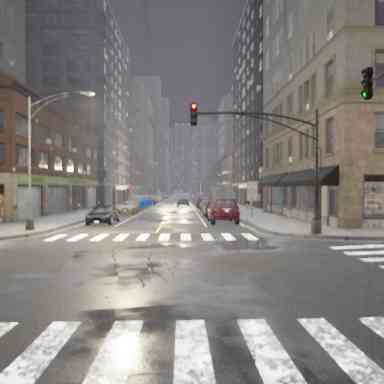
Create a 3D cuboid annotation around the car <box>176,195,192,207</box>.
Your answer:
[{"bbox_3d":[-1.429,1.538,53.481,1.837,1.490,4.892,0,0,-2],"label":"car"}]

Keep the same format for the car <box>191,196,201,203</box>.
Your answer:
[{"bbox_3d":[0.862,1.587,74.389,2.008,1.369,4.403,-1,0,-2],"label":"car"}]

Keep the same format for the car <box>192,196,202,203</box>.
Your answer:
[{"bbox_3d":[1.013,1.601,68.805,1.947,1.339,4.313,-1,0,-2],"label":"car"}]

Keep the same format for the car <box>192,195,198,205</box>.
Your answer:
[{"bbox_3d":[1.615,1.346,46.470,2.192,1.841,5.009,-1,0,-2],"label":"car"}]

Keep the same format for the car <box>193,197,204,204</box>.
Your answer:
[{"bbox_3d":[1.164,1.601,63.222,1.947,1.339,4.313,-1,0,-2],"label":"car"}]

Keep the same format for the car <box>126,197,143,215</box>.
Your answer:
[{"bbox_3d":[-6.601,1.552,34.900,1.752,1.417,4.829,-1,0,-2],"label":"car"}]

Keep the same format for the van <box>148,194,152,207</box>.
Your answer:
[{"bbox_3d":[-6.913,1.373,46.238,1.690,1.788,3.998,-1,0,-2],"label":"van"}]

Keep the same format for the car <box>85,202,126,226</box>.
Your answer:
[{"bbox_3d":[-6.300,1.585,23.903,1.947,1.339,4.313,-1,0,-2],"label":"car"}]

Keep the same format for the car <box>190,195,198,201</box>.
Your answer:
[{"bbox_3d":[0.408,1.584,91.141,2.008,1.369,4.403,-1,0,-2],"label":"car"}]

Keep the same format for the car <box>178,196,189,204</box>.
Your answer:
[{"bbox_3d":[-1.714,1.583,63.899,2.033,1.411,5.357,0,0,-2],"label":"car"}]

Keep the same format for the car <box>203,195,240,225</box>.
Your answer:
[{"bbox_3d":[2.220,1.334,24.135,2.192,1.841,5.009,-1,0,-2],"label":"car"}]

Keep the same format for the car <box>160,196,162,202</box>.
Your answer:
[{"bbox_3d":[-7.369,1.475,62.989,1.967,1.590,4.097,-1,0,-2],"label":"car"}]

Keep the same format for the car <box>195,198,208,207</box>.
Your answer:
[{"bbox_3d":[1.467,1.615,52.054,1.802,1.307,4.206,-1,0,-2],"label":"car"}]

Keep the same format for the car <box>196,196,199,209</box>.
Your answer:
[{"bbox_3d":[1.764,1.554,41.056,1.752,1.417,4.829,-1,0,-2],"label":"car"}]

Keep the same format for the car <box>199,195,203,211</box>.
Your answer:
[{"bbox_3d":[2.068,1.338,29.719,2.192,1.841,5.009,-1,0,-2],"label":"car"}]

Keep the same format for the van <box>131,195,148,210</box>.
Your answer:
[{"bbox_3d":[-6.760,1.370,40.654,1.690,1.788,3.998,-1,0,-2],"label":"van"}]

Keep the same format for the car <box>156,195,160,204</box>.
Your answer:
[{"bbox_3d":[-7.218,1.349,57.405,2.192,1.841,5.009,-1,0,-2],"label":"car"}]

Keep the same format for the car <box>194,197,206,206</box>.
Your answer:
[{"bbox_3d":[1.310,1.560,57.808,1.752,1.417,4.829,-1,0,-2],"label":"car"}]

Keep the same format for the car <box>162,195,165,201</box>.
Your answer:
[{"bbox_3d":[-7.674,1.476,74.156,1.967,1.590,4.097,-1,0,-2],"label":"car"}]

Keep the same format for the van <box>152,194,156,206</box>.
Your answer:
[{"bbox_3d":[-7.065,1.374,51.821,1.690,1.788,3.998,-1,0,-2],"label":"van"}]
